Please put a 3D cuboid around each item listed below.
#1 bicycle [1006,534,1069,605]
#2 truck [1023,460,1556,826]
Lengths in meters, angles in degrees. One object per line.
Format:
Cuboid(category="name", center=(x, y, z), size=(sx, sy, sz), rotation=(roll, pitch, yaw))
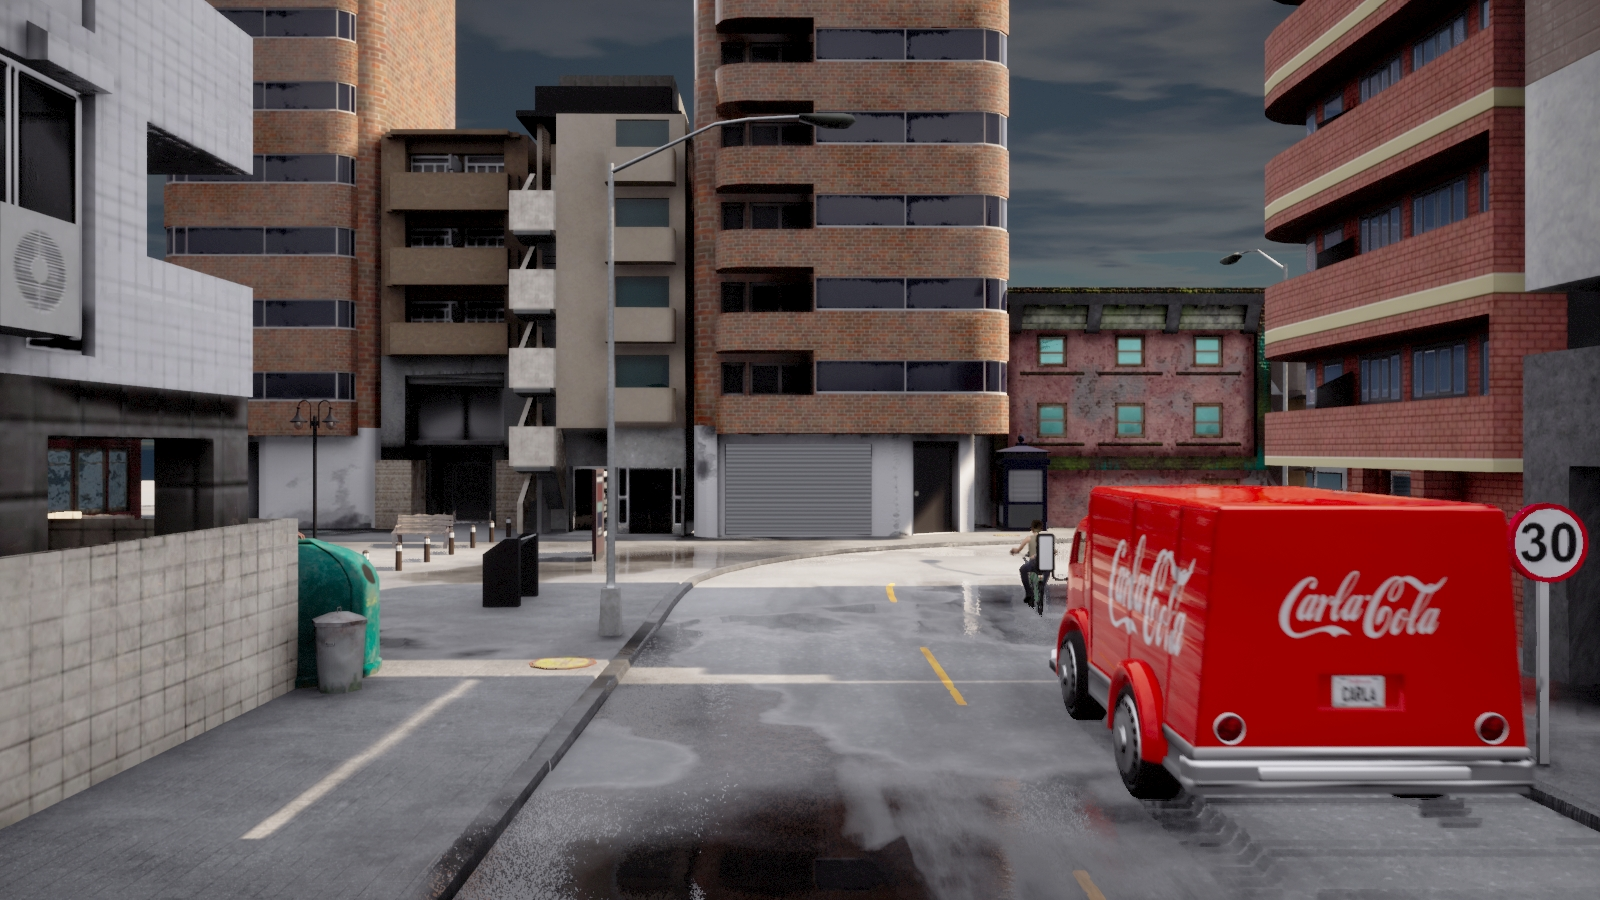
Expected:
Cuboid(category="bicycle", center=(4.084, 2.044, 19.784), size=(0.859, 1.080, 1.487), rotation=(0, 0, 3))
Cuboid(category="truck", center=(3.876, 1.353, 10.464), size=(2.627, 2.467, 5.204), rotation=(0, 0, 0))
